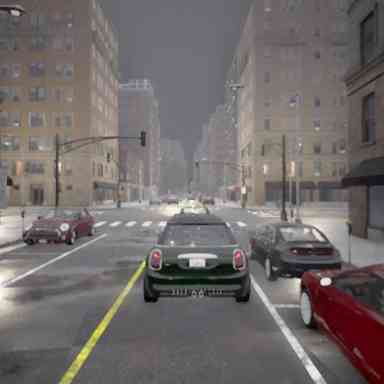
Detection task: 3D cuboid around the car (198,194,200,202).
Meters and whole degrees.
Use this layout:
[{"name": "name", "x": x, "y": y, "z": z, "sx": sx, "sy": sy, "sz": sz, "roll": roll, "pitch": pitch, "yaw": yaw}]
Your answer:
[{"name": "car", "x": 2.624, "y": 1.459, "z": 58.922, "sx": 1.947, "sy": 1.339, "sz": 4.313, "roll": 0, "pitch": 0, "yaw": 0}]

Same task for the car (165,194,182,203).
[{"name": "car", "x": -3.095, "y": 1.443, "z": 54.944, "sx": 2.033, "sy": 1.411, "sz": 5.357, "roll": 0, "pitch": 0, "yaw": 0}]

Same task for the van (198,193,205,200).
[{"name": "van", "x": 2.427, "y": 1.242, "z": 86.458, "sx": 1.690, "sy": 1.788, "sz": 3.998, "roll": 0, "pitch": 0, "yaw": 0}]

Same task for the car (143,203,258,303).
[{"name": "car", "x": 0.077, "y": 1.331, "z": 8.318, "sx": 2.097, "sy": 1.767, "sz": 4.553, "roll": 0, "pitch": 0, "yaw": -1}]

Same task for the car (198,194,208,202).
[{"name": "car", "x": 2.505, "y": 1.332, "z": 75.444, "sx": 1.967, "sy": 1.590, "sz": 4.097, "roll": 0, "pitch": 0, "yaw": 0}]

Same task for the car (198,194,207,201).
[{"name": "car", "x": 2.466, "y": 1.335, "z": 80.950, "sx": 1.967, "sy": 1.590, "sz": 4.097, "roll": 0, "pitch": 0, "yaw": 0}]

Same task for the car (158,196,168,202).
[{"name": "car", "x": -5.981, "y": 1.471, "z": 69.882, "sx": 1.802, "sy": 1.307, "sz": 4.206, "roll": 0, "pitch": 0, "yaw": 0}]

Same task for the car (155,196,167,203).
[{"name": "car", "x": -5.941, "y": 1.435, "z": 64.374, "sx": 1.887, "sy": 1.381, "sz": 4.507, "roll": 0, "pitch": 0, "yaw": 0}]

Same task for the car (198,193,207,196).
[{"name": "car", "x": 2.583, "y": 1.416, "z": 64.599, "sx": 1.752, "sy": 1.417, "sz": 4.829, "roll": 0, "pitch": 0, "yaw": 0}]

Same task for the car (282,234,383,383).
[{"name": "car", "x": 2.685, "y": 1.534, "z": 3.997, "sx": 1.887, "sy": 1.381, "sz": 4.507, "roll": 0, "pitch": 0, "yaw": 0}]

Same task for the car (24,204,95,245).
[{"name": "car", "x": -5.816, "y": 1.403, "z": 14.996, "sx": 1.967, "sy": 1.590, "sz": 4.097, "roll": 0, "pitch": 0, "yaw": 0}]

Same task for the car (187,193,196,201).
[{"name": "car", "x": -0.205, "y": 1.482, "z": 80.918, "sx": 1.895, "sy": 1.301, "sz": 4.718, "roll": 0, "pitch": 0, "yaw": 0}]

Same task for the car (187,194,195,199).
[{"name": "car", "x": -0.277, "y": 1.291, "z": 90.893, "sx": 1.994, "sy": 1.385, "sz": 4.181, "roll": 0, "pitch": 0, "yaw": 0}]

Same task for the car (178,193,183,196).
[{"name": "car", "x": -3.130, "y": 1.485, "z": 70.303, "sx": 1.895, "sy": 1.301, "sz": 4.718, "roll": 0, "pitch": 0, "yaw": 0}]

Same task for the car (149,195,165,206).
[{"name": "car", "x": -5.862, "y": 1.447, "z": 53.358, "sx": 2.008, "sy": 1.369, "sz": 4.403, "roll": 0, "pitch": 0, "yaw": 0}]

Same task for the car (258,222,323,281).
[{"name": "car", "x": 2.697, "y": 1.527, "z": 9.489, "sx": 2.008, "sy": 1.369, "sz": 4.403, "roll": 0, "pitch": 0, "yaw": 0}]

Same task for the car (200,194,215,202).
[{"name": "car", "x": 2.663, "y": 1.442, "z": 53.415, "sx": 1.887, "sy": 1.381, "sz": 4.507, "roll": 0, "pitch": 0, "yaw": 0}]

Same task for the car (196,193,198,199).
[{"name": "car", "x": 2.546, "y": 1.205, "z": 69.936, "sx": 2.192, "sy": 1.841, "sz": 5.009, "roll": 0, "pitch": 0, "yaw": 0}]

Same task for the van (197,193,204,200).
[{"name": "van", "x": 2.388, "y": 1.249, "z": 91.964, "sx": 1.690, "sy": 1.788, "sz": 3.998, "roll": 0, "pitch": 0, "yaw": 0}]

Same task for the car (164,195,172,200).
[{"name": "car", "x": -6.099, "y": 1.482, "z": 86.405, "sx": 1.802, "sy": 1.307, "sz": 4.206, "roll": 0, "pitch": 0, "yaw": 0}]

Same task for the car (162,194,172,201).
[{"name": "car", "x": -6.059, "y": 1.335, "z": 80.898, "sx": 1.967, "sy": 1.590, "sz": 4.097, "roll": 0, "pitch": 0, "yaw": 0}]
